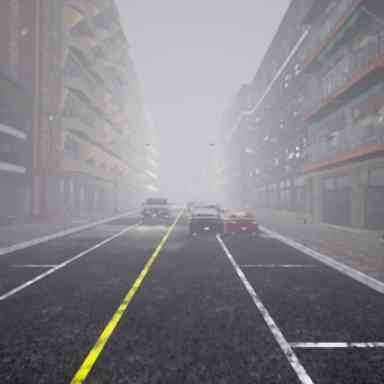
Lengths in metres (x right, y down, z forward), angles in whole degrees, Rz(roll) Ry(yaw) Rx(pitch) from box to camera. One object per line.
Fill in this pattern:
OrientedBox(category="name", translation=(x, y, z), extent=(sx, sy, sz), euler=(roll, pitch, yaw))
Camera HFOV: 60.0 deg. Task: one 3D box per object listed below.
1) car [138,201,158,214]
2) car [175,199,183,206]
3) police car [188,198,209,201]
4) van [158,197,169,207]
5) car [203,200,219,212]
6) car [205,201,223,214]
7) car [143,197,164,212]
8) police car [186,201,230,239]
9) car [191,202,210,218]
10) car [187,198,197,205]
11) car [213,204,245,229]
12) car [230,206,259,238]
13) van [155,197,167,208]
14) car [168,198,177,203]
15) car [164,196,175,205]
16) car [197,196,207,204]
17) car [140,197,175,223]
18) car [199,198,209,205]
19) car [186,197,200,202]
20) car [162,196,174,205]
OrientedBox(category="car", translation=(-5.298, 1.840, 40.677), extent=(1.752, 1.417, 4.829), euler=(2, 0, 0))
OrientedBox(category="car", translation=(-2.755, 2.092, 68.264), extent=(2.128, 1.511, 4.902), euler=(0, -1, 0))
OrientedBox(category="police car", translation=(0.824, 1.635, 28.442), extent=(1.930, 1.638, 5.238), euler=(0, 0, 0))
OrientedBox(category="van", translation=(-5.295, 1.860, 62.970), extent=(1.690, 1.788, 3.998), euler=(1, -1, 0))
OrientedBox(category="car", translation=(2.581, 1.914, 46.316), extent=(2.008, 1.369, 4.403), euler=(1, -1, 0))
OrientedBox(category="car", translation=(2.582, 1.860, 40.784), extent=(1.887, 1.381, 4.507), euler=(1, 0, 0))
OrientedBox(category="car", translation=(-5.293, 1.679, 46.380), extent=(2.192, 1.841, 5.009), euler=(2, 0, 0))
OrientedBox(category="police car", translation=(0.711, 1.556, 18.441), extent=(1.930, 1.638, 5.238), euler=(0, 0, 0))
OrientedBox(category="car", translation=(0.823, 1.785, 34.334), extent=(1.812, 1.442, 4.674), euler=(0, 0, 0))
OrientedBox(category="car", translation=(-0.004, 2.024, 69.912), extent=(1.895, 1.301, 4.718), euler=(0, -1, 0))
OrientedBox(category="car", translation=(2.584, 1.703, 24.364), extent=(1.752, 1.417, 4.829), euler=(1, 0, 0))
OrientedBox(category="car", translation=(2.584, 1.678, 18.662), extent=(1.887, 1.381, 4.507), euler=(1, 0, 0))
OrientedBox(category="van", translation=(-5.294, 1.806, 57.438), extent=(1.690, 1.788, 3.998), euler=(2, -1, 0))
OrientedBox(category="car", translation=(-5.303, 2.376, 90.619), extent=(1.947, 1.339, 4.313), euler=(1, -1, 0))
OrientedBox(category="car", translation=(-5.296, 2.005, 79.560), extent=(2.192, 1.841, 5.009), euler=(1, -1, 0))
OrientedBox(category="car", translation=(2.549, 2.064, 85.032), extent=(2.192, 1.841, 5.009), euler=(1, -1, 0))
OrientedBox(category="car", translation=(-2.851, 1.426, 27.816), extent=(2.150, 2.045, 5.566), euler=(0, 0, 0))
OrientedBox(category="car", translation=(2.589, 2.072, 73.969), extent=(1.967, 1.590, 4.097), euler=(1, -1, 0))
OrientedBox(category="car", translation=(-0.003, 1.946, 54.875), extent=(1.837, 1.490, 4.892), euler=(0, 0, 0))
OrientedBox(category="car", translation=(-5.296, 1.947, 74.030), extent=(2.192, 1.841, 5.009), euler=(1, -1, 0))
